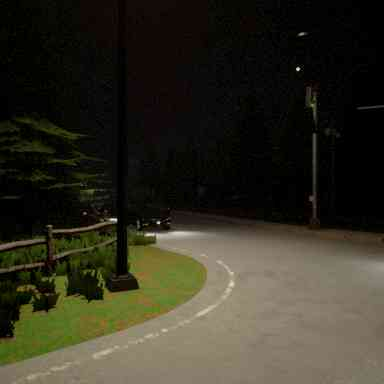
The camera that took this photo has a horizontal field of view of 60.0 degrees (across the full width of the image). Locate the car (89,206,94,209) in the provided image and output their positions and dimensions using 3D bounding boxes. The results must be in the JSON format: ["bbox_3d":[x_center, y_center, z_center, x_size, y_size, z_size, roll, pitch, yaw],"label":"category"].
[{"bbox_3d":[-11.219,1.499,39.095,1.812,1.442,4.674,0,0,-24],"label":"car"}]

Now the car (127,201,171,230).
[{"bbox_3d":[-2.893,1.478,20.716,1.837,1.490,4.892,0,0,-25],"label":"car"}]

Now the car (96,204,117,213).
[{"bbox_3d":[-7.045,1.537,29.761,1.994,1.385,4.181,0,0,-24],"label":"car"}]

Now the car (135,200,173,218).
[{"bbox_3d":[-3.675,1.521,31.288,2.033,1.411,5.357,0,0,-24],"label":"car"}]
